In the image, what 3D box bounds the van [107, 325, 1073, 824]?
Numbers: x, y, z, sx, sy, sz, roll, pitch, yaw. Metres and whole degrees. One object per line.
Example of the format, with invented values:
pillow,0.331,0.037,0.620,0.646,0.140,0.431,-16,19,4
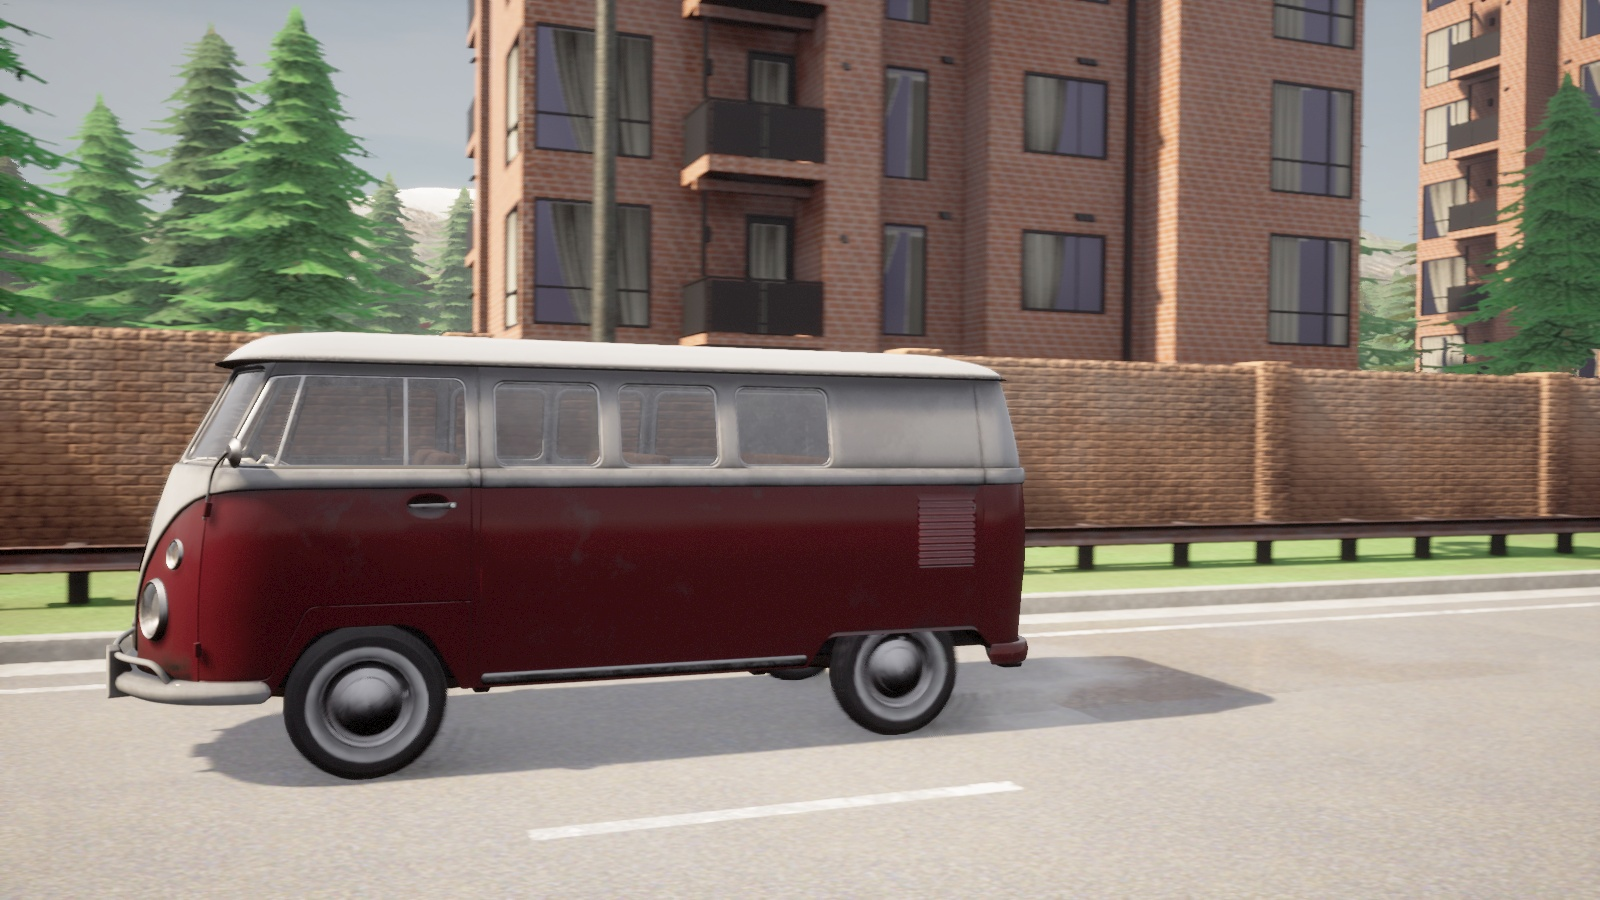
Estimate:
van,-0.973,0.454,6.610,4.442,1.987,1.775,-1,1,-21
